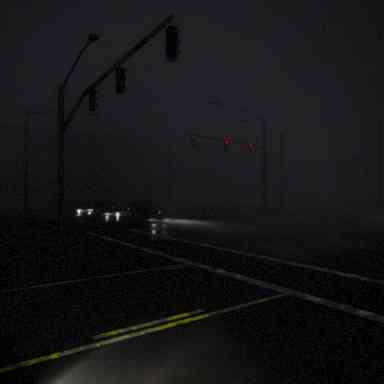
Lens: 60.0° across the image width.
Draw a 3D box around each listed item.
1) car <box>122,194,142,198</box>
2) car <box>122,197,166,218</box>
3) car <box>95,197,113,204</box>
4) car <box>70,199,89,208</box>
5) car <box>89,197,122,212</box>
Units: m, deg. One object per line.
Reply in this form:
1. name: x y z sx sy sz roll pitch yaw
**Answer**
1. car: -13.671 1.523 72.533 1.812 1.442 4.674 0 0 30
2. car: -4.219 1.491 30.608 2.128 1.511 4.902 0 0 -36
3. car: -16.502 1.600 62.705 1.895 1.301 4.718 0 0 3
4. car: -15.742 1.600 46.804 1.895 1.301 4.718 0 0 -32
5. car: -10.018 1.563 38.684 1.994 1.385 4.181 0 0 -35
